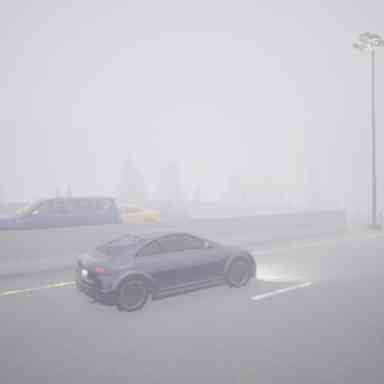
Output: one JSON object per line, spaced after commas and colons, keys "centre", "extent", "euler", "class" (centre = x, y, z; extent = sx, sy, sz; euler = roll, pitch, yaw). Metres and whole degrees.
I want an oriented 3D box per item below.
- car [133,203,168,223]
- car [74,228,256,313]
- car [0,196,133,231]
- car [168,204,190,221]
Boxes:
{"centre": [-4.114, 1.445, 18.255], "extent": [5.008, 1.535, 1.882], "euler": [0, 0, -36], "class": "car"}
{"centre": [-0.488, 1.545, 7.698], "extent": [4.181, 1.385, 1.994], "euler": [0, 0, -36], "class": "car"}
{"centre": [-5.430, 1.209, 13.018], "extent": [5.566, 2.045, 2.150], "euler": [0, 0, -36], "class": "car"}
{"centre": [-2.216, 1.509, 23.908], "extent": [4.181, 1.385, 1.994], "euler": [0, 0, -35], "class": "car"}
